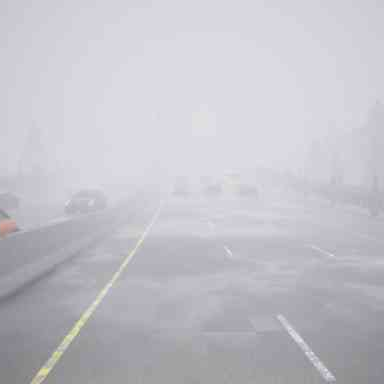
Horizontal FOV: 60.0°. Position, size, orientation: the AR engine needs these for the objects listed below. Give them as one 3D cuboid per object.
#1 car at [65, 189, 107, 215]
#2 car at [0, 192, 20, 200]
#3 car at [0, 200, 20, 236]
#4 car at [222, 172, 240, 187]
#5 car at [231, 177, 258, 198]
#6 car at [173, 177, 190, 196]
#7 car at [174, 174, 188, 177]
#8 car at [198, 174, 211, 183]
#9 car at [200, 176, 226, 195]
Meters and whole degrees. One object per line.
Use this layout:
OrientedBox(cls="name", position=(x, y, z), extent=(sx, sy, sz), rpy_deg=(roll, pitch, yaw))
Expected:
OrientedBox(cls="car", position=(-7.930, 0.636, 25.118), extent=(2.097, 1.767, 4.553), rpy_deg=(0, 5, -2))
OrientedBox(cls="car", position=(-14.857, 0.774, 25.371), extent=(1.812, 1.442, 4.674), rpy_deg=(0, 5, -2))
OrientedBox(cls="car", position=(-7.433, 1.323, 10.585), extent=(2.097, 1.767, 4.553), rpy_deg=(0, 1, -2))
OrientedBox(cls="car", position=(5.492, -1.845, 46.457), extent=(2.150, 2.045, 5.566), rpy_deg=(0, 7, -2))
OrientedBox(cls="car", position=(5.899, -0.336, 36.468), extent=(1.882, 1.535, 5.008), rpy_deg=(0, 7, -2))
OrientedBox(cls="car", position=(-1.199, -0.452, 37.755), extent=(2.033, 1.411, 5.357), rpy_deg=(0, 7, -1))
OrientedBox(cls="car", position=(-1.532, -1.822, 48.102), extent=(1.882, 1.535, 5.008), rpy_deg=(0, 7, -1))
OrientedBox(cls="car", position=(2.012, -1.861, 48.529), extent=(1.882, 1.535, 5.008), rpy_deg=(0, 7, -2))
OrientedBox(cls="car", position=(2.344, -0.570, 38.254), extent=(1.882, 1.535, 5.008), rpy_deg=(0, 7, -2))
